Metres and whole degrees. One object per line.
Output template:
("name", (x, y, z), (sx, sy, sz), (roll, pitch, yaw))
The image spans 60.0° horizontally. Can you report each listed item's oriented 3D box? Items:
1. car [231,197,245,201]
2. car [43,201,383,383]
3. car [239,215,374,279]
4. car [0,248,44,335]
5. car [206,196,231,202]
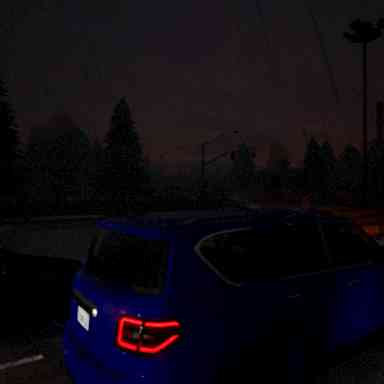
("car", (6.098, 1.436, 50.344), (1.882, 1.535, 5.008), (0, 0, -35))
("car", (1.201, 1.226, 4.583), (5.566, 2.045, 2.150), (0, 0, -35))
("car", (3.740, 1.559, 10.668), (4.181, 1.385, 1.994), (0, 0, -35))
("car", (-3.594, 1.565, 5.474), (4.181, 1.385, 1.994), (0, 0, -36))
("car", (3.116, 1.528, 48.501), (1.994, 1.385, 4.181), (0, 0, -35))
